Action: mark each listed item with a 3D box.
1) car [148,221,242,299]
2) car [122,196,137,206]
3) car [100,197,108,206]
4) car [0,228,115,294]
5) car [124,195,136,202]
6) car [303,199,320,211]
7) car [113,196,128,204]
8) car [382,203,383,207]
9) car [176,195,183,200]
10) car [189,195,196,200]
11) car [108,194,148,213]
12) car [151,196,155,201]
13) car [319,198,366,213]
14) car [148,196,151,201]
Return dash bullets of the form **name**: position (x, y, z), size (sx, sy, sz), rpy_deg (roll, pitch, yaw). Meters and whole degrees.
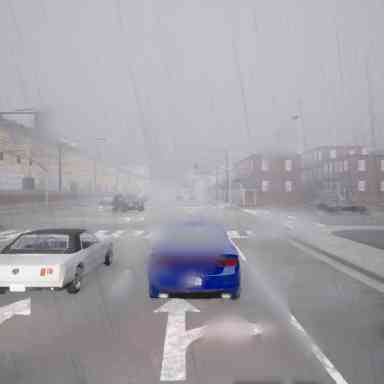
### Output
- **car**: position (0.075, 1.478, 8.508), size (1.882, 1.535, 5.008), rpy_deg (0, 0, 1)
- **car**: position (-10.523, 1.527, 56.254), size (1.812, 1.442, 4.674), rpy_deg (0, 1, -1)
- **car**: position (-14.023, 1.526, 56.060), size (1.812, 1.442, 4.674), rpy_deg (0, 0, 0)
- **car**: position (-3.420, 1.601, 8.775), size (1.895, 1.301, 4.718), rpy_deg (0, 0, 0)
- **car**: position (-13.917, 1.500, 75.327), size (1.837, 1.490, 4.892), rpy_deg (0, 0, 0)
- **car**: position (15.755, 1.491, 39.486), size (4.902, 1.511, 2.128), rpy_deg (0, 0, 0)
- **car**: position (-13.958, 1.504, 65.255), size (1.837, 1.490, 4.892), rpy_deg (0, 0, 1)
- **car**: position (25.746, 1.221, 39.474), size (5.566, 2.045, 2.150), rpy_deg (0, 0, 0)
- **car**: position (-3.398, 1.500, 93.267), size (1.837, 1.490, 4.892), rpy_deg (0, 0, 0)
- **car**: position (0.102, 1.540, 93.311), size (2.033, 1.411, 5.357), rpy_deg (0, 0, 0)
- **car**: position (-7.312, 1.220, 37.559), size (2.150, 2.045, 5.566), rpy_deg (-1, 0, -31)
- **car**: position (-10.408, 1.584, 83.626), size (1.895, 1.301, 4.718), rpy_deg (0, 0, 0)
- **car**: position (16.500, 1.564, 35.983), size (4.181, 1.385, 1.994), rpy_deg (0, 0, 0)
- **car**: position (-10.424, 1.553, 69.304), size (1.994, 1.385, 4.181), rpy_deg (0, 0, 0)
